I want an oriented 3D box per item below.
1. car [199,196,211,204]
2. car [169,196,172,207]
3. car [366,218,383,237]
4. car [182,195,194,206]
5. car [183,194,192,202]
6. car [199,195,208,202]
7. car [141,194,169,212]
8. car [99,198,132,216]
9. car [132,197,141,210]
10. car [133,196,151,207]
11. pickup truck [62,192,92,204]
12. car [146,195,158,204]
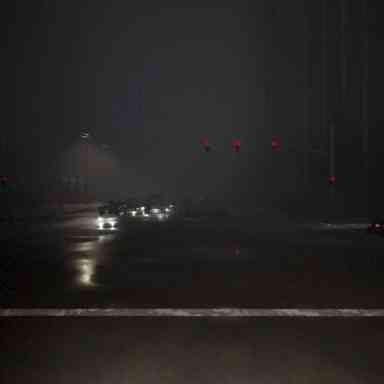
[{"bbox_3d":[2.742,1.491,64.740,2.128,1.511,4.902,0,0,-1],"label":"car"},{"bbox_3d":[-4.285,1.601,48.390,1.895,1.301,4.718,0,0,-1],"label":"car"},{"bbox_3d":[10.759,1.547,14.842,5.357,1.411,2.033,0,0,0],"label":"car"},{"bbox_3d":[-0.662,1.601,55.353,1.895,1.301,4.718,0,0,-1],"label":"car"},{"bbox_3d":[-0.964,1.355,75.368,2.097,1.767,4.553,0,0,-1],"label":"car"},{"bbox_3d":[2.538,1.524,75.124,1.812,1.442,4.674,0,0,-1],"label":"car"},{"bbox_3d":[-4.190,1.221,38.443,2.150,2.045,5.566,0,0,-1],"label":"car"},{"bbox_3d":[-7.707,1.491,32.809,2.128,1.511,4.902,0,0,2],"label":"car"},{"bbox_3d":[-7.729,1.478,42.111,1.882,1.535,5.008,0,0,-1],"label":"car"},{"bbox_3d":[-7.828,1.491,52.495,2.128,1.511,4.902,0,0,-1],"label":"car"},{"bbox_3d":[-20.932,1.059,59.956,2.390,2.098,6.274,0,0,30],"label":"pickup truck"},{"bbox_3d":[-7.892,1.477,66.333,1.882,1.535,5.008,0,0,0],"label":"car"}]
